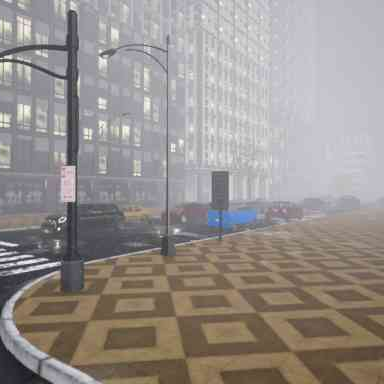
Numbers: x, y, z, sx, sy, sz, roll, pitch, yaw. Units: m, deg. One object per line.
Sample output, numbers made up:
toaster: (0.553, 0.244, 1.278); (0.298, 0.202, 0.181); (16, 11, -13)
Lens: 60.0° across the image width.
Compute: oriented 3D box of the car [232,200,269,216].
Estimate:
car: (6.007, 1.555, 33.814); (1.812, 1.442, 4.674); (0, 0, 37)

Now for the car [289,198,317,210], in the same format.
car: (15.363, 1.591, 45.855); (2.033, 1.411, 5.357); (0, 0, 38)

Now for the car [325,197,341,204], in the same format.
car: (28.406, 1.624, 67.008); (2.008, 1.369, 4.403); (0, 0, 38)

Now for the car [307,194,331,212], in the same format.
car: (14.969, 1.396, 40.640); (2.097, 1.767, 4.553); (0, 0, 38)

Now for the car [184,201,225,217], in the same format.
car: (1.277, 1.604, 31.721); (1.802, 1.307, 4.206); (0, 0, 38)

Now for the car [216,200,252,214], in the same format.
car: (4.668, 1.571, 36.132); (1.887, 1.381, 4.507); (0, 0, 38)

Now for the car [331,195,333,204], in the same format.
car: (23.946, 1.552, 52.319); (2.128, 1.511, 4.902); (0, 0, 37)

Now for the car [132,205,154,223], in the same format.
car: (-4.827, 1.540, 23.995); (1.752, 1.417, 4.829); (0, 0, 38)

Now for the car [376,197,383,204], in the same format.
car: (38.043, 1.658, 66.615); (1.947, 1.339, 4.313); (0, 0, 38)

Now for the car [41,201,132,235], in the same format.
car: (-5.877, 1.367, 18.369); (2.097, 1.767, 4.553); (0, 0, 38)

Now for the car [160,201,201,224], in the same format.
car: (-0.324, 1.499, 25.586); (1.882, 1.535, 5.008); (0, 0, 37)

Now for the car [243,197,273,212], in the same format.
car: (8.059, 1.471, 40.543); (1.967, 1.590, 4.097); (0, 0, 38)

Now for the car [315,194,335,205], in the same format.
car: (25.015, 1.381, 62.598); (2.192, 1.841, 5.009); (0, 0, 38)

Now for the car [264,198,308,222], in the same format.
car: (7.524, 1.472, 26.918); (1.967, 1.590, 4.097); (0, 0, 38)

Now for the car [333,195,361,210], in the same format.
car: (21.088, 1.368, 44.561); (2.192, 1.841, 5.009); (0, 0, 38)

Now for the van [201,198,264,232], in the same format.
van: (2.565, 1.368, 20.286); (1.690, 1.788, 3.998); (0, 0, 38)
